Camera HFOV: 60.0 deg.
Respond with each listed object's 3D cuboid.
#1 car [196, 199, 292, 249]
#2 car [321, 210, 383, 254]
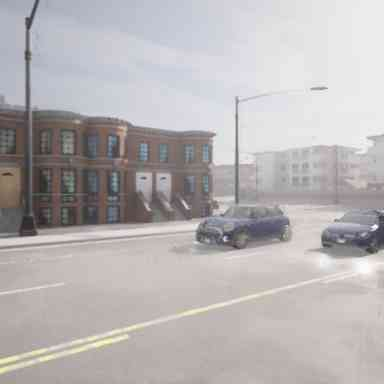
[{"bbox_3d":[2.341,1.339,14.552,4.553,1.767,2.097,0,0,-40],"label":"car"},{"bbox_3d":[7.080,1.509,13.725,4.674,1.442,1.812,0,0,-45],"label":"car"}]
